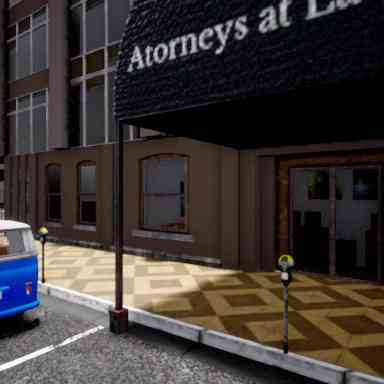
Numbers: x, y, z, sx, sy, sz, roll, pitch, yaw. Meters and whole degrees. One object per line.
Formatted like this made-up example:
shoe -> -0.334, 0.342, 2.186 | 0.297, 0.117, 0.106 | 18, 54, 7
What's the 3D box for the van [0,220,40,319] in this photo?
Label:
van -> -4.484, 1.341, 6.066 | 3.998, 1.788, 1.690 | 0, 0, 35
